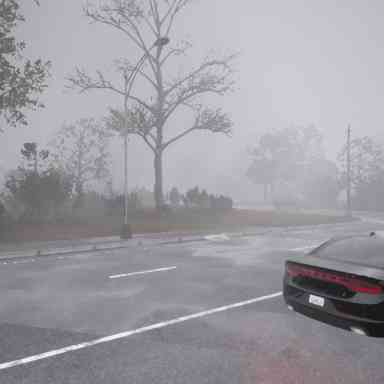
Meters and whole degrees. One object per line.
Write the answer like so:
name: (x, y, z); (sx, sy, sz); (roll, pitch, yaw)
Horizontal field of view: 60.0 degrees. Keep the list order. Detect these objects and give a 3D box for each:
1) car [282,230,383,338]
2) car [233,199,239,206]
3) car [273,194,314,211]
car: (3.906, 1.478, 6.414); (5.008, 1.535, 1.882); (0, 0, -35)
car: (5.904, 1.573, 54.831); (1.882, 1.535, 5.008); (0, -1, -25)
car: (12.566, 1.236, 41.623); (2.150, 2.045, 5.566); (0, 0, -28)
